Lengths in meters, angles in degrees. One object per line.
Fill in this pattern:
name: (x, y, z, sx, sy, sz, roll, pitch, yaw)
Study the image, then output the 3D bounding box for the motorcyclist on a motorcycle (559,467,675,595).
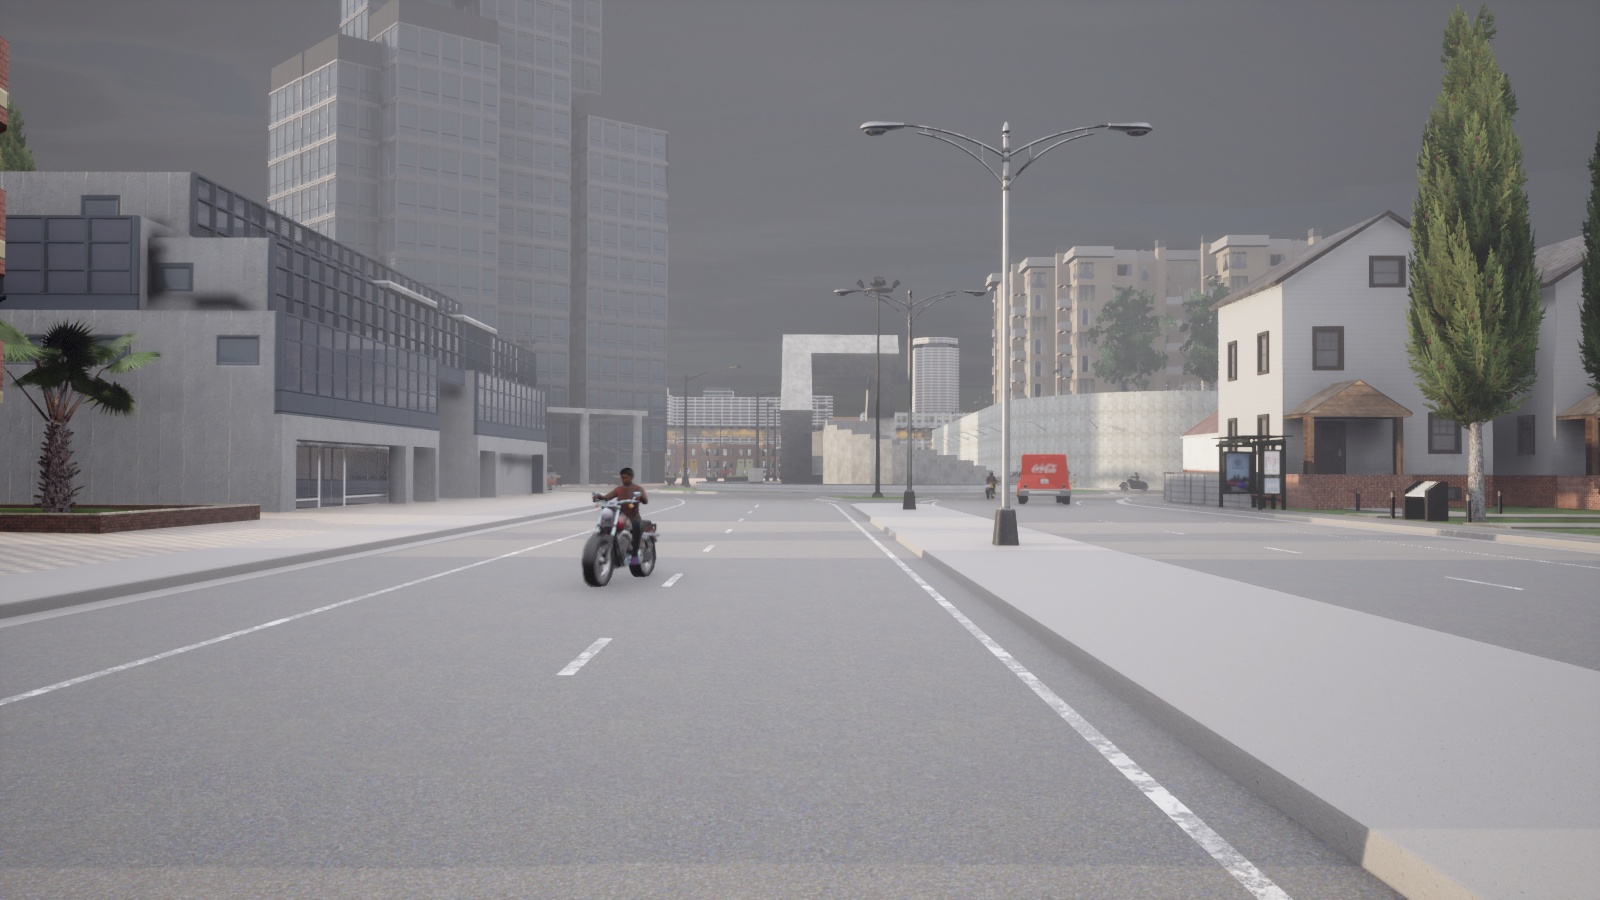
motorcyclist on a motorcycle: (-2.501, 1.068, 17.505, 0.766, 1.649, 2.350, 0, -1, 14)

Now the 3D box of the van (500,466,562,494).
van: (-19.832, 2.196, 92.517, 4.442, 1.987, 1.775, -1, -1, 32)

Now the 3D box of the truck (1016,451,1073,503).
truck: (12.150, 1.329, 62.694, 2.627, 2.467, 5.204, -1, -1, 10)
